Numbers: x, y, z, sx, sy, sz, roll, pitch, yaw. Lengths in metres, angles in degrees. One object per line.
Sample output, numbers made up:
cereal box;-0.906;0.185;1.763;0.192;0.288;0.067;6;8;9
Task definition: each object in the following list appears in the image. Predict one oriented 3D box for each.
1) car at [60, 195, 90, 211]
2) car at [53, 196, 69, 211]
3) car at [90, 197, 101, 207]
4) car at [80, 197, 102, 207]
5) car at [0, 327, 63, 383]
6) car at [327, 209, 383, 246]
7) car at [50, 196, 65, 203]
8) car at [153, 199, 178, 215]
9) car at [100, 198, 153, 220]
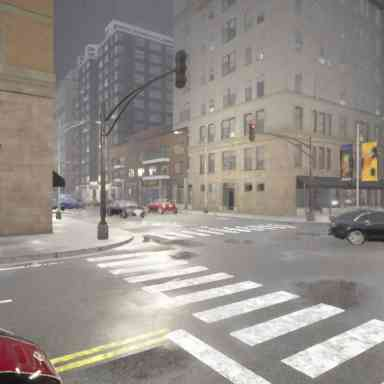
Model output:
car;-14.448;1.437;40.593;1.882;1.535;5.008;0;0;-35
car;-16.072;1.517;38.479;1.947;1.339;4.313;0;0;-35
car;-12.651;1.560;47.556;1.802;1.307;4.206;0;0;-35
car;-15.889;1.504;52.153;1.752;1.417;4.829;0;0;-35
car;-2.864;1.352;1.427;4.553;1.767;2.097;0;0;-36
car;8.437;1.509;14.290;4.892;1.490;1.837;0;2;17
car;-28.354;1.556;69.848;1.947;1.339;4.313;0;0;-35
car;-3.228;1.425;34.181;1.967;1.590;4.097;0;0;-35
car;-5.611;1.461;28.038;2.128;1.511;4.902;0;0;-35
